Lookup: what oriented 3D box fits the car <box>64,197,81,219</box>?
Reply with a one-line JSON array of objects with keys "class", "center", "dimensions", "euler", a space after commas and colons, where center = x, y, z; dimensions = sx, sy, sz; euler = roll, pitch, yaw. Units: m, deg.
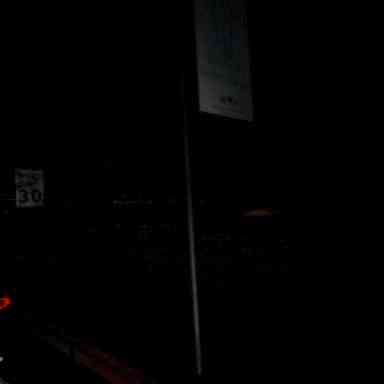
[{"class": "car", "center": [-9.581, 1.414, 33.126], "dimensions": [2.097, 1.535, 5.008], "euler": [-1, 1, 41]}]

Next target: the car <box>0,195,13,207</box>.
[{"class": "car", "center": [-30.471, 1.396, 51.413], "dimensions": [2.185, 1.767, 4.553], "euler": [0, 1, 41]}]

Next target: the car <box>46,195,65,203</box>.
[{"class": "car", "center": [-13.776, 1.489, 36.758], "dimensions": [2.163, 1.488, 4.792], "euler": [0, 1, 41]}]

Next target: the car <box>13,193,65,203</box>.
[{"class": "car", "center": [-17.966, 1.234, 40.411], "dimensions": [2.435, 2.045, 5.566], "euler": [0, 1, 41]}]

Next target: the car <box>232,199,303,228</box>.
[{"class": "car", "center": [4.934, 1.227, 20.208], "dimensions": [1.946, 1.575, 5.366], "euler": [-1, 1, 41]}]

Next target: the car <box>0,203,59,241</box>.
[{"class": "car", "center": [-9.304, 1.542, 15.281], "dimensions": [1.946, 1.575, 5.366], "euler": [-1, 1, 41]}]

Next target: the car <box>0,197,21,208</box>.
[{"class": "car", "center": [-28.416, 1.547, 49.543], "dimensions": [2.163, 1.488, 4.792], "euler": [0, 1, 41]}]

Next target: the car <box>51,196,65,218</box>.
[{"class": "car", "center": [-11.548, 1.430, 35.095], "dimensions": [1.946, 1.575, 5.366], "euler": [-1, 1, 41]}]

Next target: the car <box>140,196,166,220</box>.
[{"class": "car", "center": [-1.211, 1.308, 25.829], "dimensions": [2.097, 1.535, 5.008], "euler": [-1, 1, 41]}]

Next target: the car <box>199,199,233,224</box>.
[{"class": "car", "center": [2.985, 1.283, 22.196], "dimensions": [2.163, 1.488, 4.792], "euler": [-1, 1, 41]}]

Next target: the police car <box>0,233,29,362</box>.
[{"class": "police car", "center": [-4.491, 1.470, 4.989], "dimensions": [5.238, 1.638, 1.930], "euler": [-1, 1, 41]}]

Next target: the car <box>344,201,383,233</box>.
[{"class": "car", "center": [9.219, 1.202, 16.674], "dimensions": [2.163, 1.488, 4.792], "euler": [-1, 1, 41]}]

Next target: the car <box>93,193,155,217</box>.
[{"class": "car", "center": [-5.420, 1.112, 29.454], "dimensions": [2.435, 2.045, 5.566], "euler": [-1, 1, 41]}]

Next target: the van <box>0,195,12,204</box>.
[{"class": "van", "center": [-13.332, 1.369, 19.195], "dimensions": [1.878, 1.987, 4.442], "euler": [-1, 1, 41]}]

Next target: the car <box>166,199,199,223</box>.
[{"class": "car", "center": [0.880, 1.282, 24.004], "dimensions": [2.231, 1.521, 4.892], "euler": [-1, 1, 41]}]

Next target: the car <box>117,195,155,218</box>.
[{"class": "car", "center": [-3.302, 1.335, 27.655], "dimensions": [2.097, 1.535, 5.008], "euler": [-1, 1, 41]}]

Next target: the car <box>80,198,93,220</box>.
[{"class": "car", "center": [-7.489, 1.391, 31.298], "dimensions": [2.231, 1.521, 4.892], "euler": [-1, 1, 41]}]

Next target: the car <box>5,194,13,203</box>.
[{"class": "car", "center": [-20.020, 1.243, 42.281], "dimensions": [2.435, 2.045, 5.566], "euler": [0, 1, 41]}]
